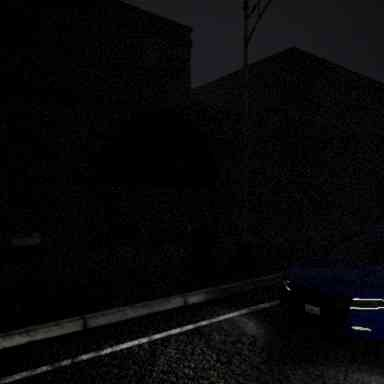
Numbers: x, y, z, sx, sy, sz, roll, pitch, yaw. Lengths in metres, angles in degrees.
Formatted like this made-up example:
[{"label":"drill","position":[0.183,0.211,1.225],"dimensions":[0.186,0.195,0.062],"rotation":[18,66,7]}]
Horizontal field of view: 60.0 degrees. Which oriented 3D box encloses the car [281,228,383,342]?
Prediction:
[{"label":"car","position":[3.823,1.477,6.413],"dimensions":[5.008,1.535,1.882],"rotation":[0,0,-36]}]
